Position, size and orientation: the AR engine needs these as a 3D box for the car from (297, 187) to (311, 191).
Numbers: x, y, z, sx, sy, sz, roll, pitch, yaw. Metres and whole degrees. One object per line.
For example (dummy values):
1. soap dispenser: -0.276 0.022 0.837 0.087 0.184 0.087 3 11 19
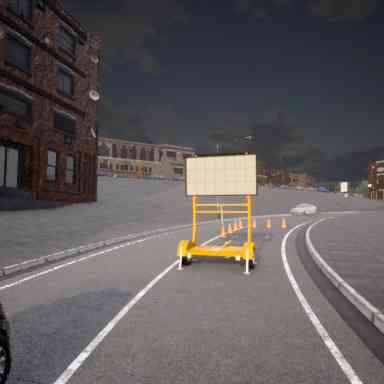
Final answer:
1. car: 25.663 -0.522 80.380 4.892 1.521 2.231 4 -6 -39

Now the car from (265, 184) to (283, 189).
1. car: 17.083 -1.031 73.611 4.792 1.488 2.163 3 -6 -37

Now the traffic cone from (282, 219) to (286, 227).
1. traffic cone: 6.326 2.137 22.928 0.340 0.580 0.340 -2 -1 17

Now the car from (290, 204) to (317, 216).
1. car: 13.965 2.197 41.402 1.812 1.442 4.674 -5 -4 45

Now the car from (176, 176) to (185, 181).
1. car: -1.279 -2.058 60.924 4.892 1.521 2.231 3 -5 -32

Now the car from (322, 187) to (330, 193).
1. car: 34.179 -0.131 87.718 5.566 2.045 2.435 5 -6 -41

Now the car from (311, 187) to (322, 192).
1. car: 29.964 -0.341 84.020 4.553 1.767 2.185 4 -6 -40

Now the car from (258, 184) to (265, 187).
1. car: 12.487 -1.455 70.215 4.553 1.767 2.185 3 -6 -35

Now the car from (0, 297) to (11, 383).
1. car: -3.273 1.365 1.988 2.097 1.767 4.553 0 0 4

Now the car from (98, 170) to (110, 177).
1. car: -15.284 -2.773 52.301 4.553 1.767 2.185 2 -5 -32

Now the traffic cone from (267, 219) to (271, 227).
1. traffic cone: 5.374 2.167 23.223 0.340 0.580 0.340 -2 -1 17

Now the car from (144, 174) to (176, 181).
1. car: -5.972 -2.264 58.025 4.892 1.521 2.231 2 -5 -32

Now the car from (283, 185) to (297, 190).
1. car: 21.448 -0.754 76.978 4.674 1.452 2.002 3 -6 -38

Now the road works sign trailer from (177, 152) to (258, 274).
1. road works sign trailer: 1.002 0.529 10.974 2.380 3.560 2.880 -1 -1 18
